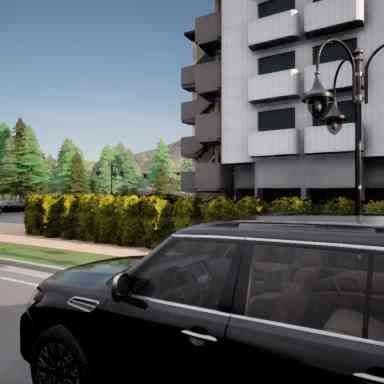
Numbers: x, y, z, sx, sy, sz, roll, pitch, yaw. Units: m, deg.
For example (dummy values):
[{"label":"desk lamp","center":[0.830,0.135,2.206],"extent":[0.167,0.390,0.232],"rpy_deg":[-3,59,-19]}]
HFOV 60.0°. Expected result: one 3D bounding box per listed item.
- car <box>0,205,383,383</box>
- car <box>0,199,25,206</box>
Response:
[{"label":"car","center":[0.714,1.221,3.158],"extent":[5.566,2.045,2.150],"rpy_deg":[0,0,34]},{"label":"car","center":[-18.242,1.491,33.496],"extent":[2.128,1.511,4.902],"rpy_deg":[0,0,33]}]
